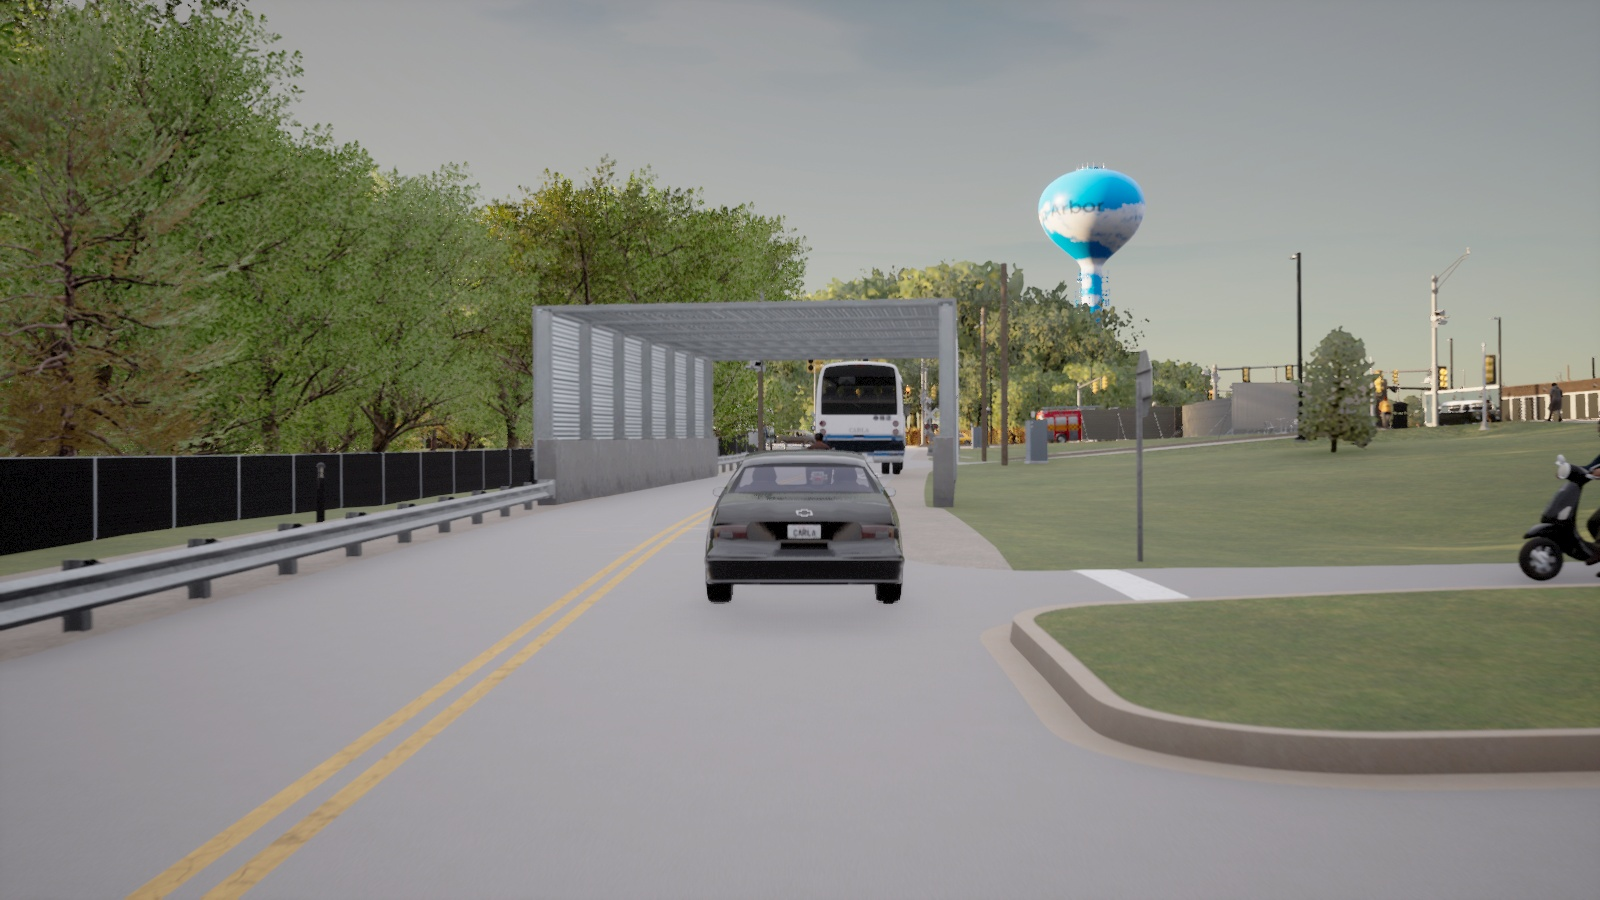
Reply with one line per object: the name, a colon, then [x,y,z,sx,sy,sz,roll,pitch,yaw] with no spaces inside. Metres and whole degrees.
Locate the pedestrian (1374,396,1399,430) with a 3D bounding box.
pedestrian: [32.595,-2.052,69.759,0.874,1.855,0.900,0,-1,-16]

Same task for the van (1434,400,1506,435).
van: [41.558,-2.008,78.019,2.069,2.038,4.480,0,-1,-1]

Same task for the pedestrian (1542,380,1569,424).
pedestrian: [34.357,-2.181,57.134,0.659,1.952,0.873,0,-1,-1]

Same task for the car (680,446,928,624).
car: [0.042,0.693,12.969,2.033,1.411,5.357,0,1,0]

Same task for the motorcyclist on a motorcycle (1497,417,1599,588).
motorcyclist on a motorcycle: [7.922,0.489,12.178,1.817,1.590,0.866,-1,-1,0]

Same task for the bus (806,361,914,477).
bus: [2.651,-1.220,51.195,3.944,4.253,10.273,0,1,5]
